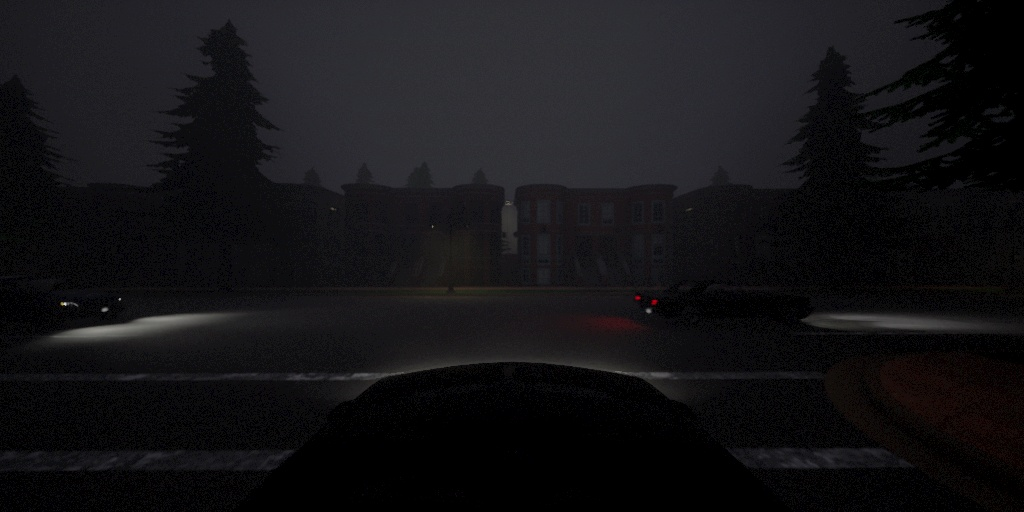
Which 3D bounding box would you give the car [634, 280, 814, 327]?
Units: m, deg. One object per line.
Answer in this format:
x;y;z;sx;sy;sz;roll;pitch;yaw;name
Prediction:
6.445;1.401;11.160;4.718;1.301;1.895;0;0;-1;car

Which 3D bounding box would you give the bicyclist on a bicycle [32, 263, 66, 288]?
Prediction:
-25.504;1.187;19.680;0.582;1.620;1.656;0;0;-1;bicyclist on a bicycle

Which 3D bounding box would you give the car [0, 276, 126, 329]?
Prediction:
-14.697;1.336;10.853;4.674;1.442;1.812;0;0;-1;car
